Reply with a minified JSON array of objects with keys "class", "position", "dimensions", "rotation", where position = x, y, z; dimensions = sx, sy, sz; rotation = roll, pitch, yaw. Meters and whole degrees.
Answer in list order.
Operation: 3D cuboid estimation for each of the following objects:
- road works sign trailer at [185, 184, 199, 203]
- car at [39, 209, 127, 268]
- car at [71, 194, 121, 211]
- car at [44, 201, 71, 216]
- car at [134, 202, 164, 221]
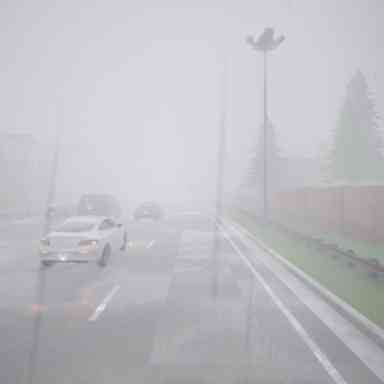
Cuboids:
[{"class":"road works sign trailer","position":[0.002,0.309,63.665],"dimensions":[2.380,3.560,2.880],"rotation":[0,0,0]},{"class":"car","position":[-3.415,1.498,11.088],"dimensions":[1.812,1.442,4.674],"rotation":[0,0,0]},{"class":"car","position":[-6.899,1.160,25.162],"dimensions":[2.150,2.045,5.566],"rotation":[0,0,0]},{"class":"car","position":[-10.413,1.459,27.117],"dimensions":[1.812,1.442,4.674],"rotation":[0,0,0]},{"class":"car","position":[-3.399,1.499,26.778],"dimensions":[1.994,1.385,4.181],"rotation":[0,0,0]}]
